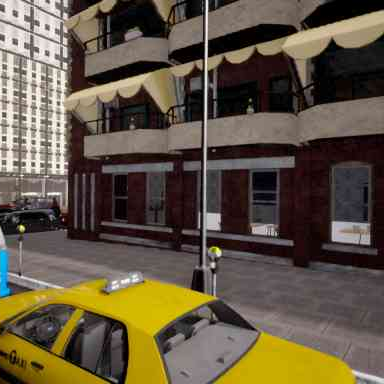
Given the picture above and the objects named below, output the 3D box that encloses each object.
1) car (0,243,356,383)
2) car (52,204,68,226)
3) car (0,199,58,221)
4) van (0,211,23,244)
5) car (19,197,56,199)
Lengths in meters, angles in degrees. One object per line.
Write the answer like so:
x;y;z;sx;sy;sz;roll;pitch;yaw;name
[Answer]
-0.902;1.525;3.508;4.829;1.417;1.752;0;1;36;car
-6.970;1.685;23.207;1.887;1.381;4.507;1;0;36;car
-12.478;1.544;25.451;2.128;1.511;4.902;1;0;36;car
-5.324;1.339;6.662;3.998;1.788;1.690;0;1;36;van
-13.757;1.339;28.117;2.192;1.841;5.009;1;0;36;car
